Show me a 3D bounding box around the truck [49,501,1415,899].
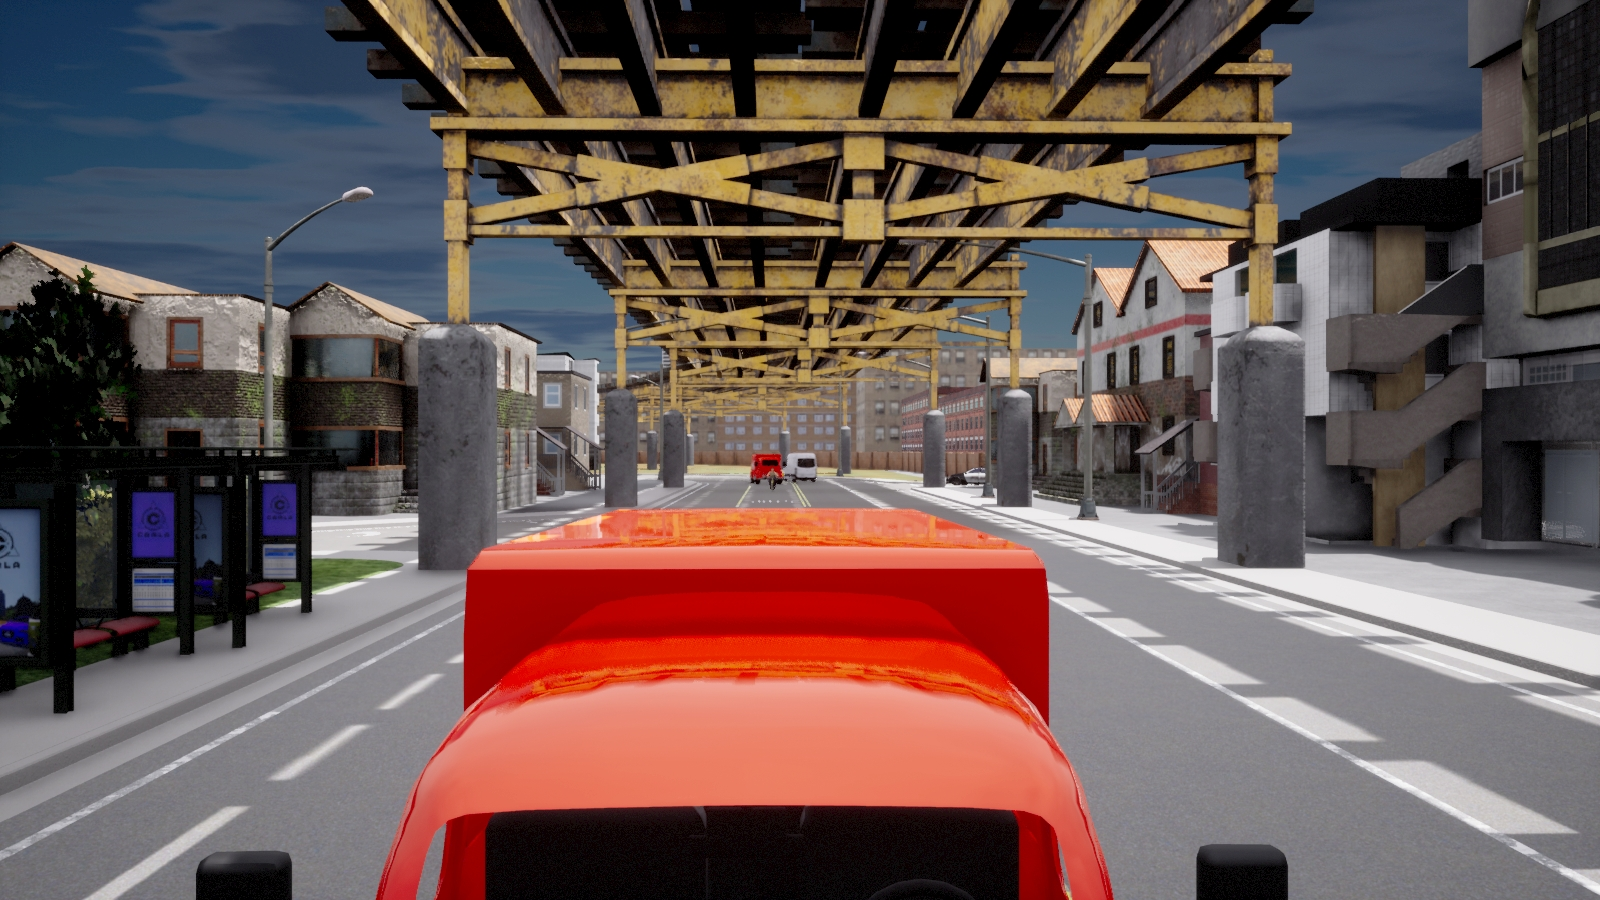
[{"bbox_3d":[-0.167,1.568,4.802,2.627,2.467,5.204,0,0,-1],"label":"truck"}]
